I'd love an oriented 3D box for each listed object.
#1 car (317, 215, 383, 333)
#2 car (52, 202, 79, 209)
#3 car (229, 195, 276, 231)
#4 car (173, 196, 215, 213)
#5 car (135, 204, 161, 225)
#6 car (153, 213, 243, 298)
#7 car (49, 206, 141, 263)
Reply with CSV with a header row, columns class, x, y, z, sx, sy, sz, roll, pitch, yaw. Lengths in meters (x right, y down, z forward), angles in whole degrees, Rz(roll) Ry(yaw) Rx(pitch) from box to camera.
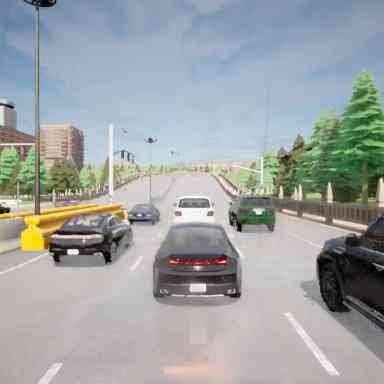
class,x,y,z,sx,sy,sz,roll,pitch,yaw
car,3.612,1.225,4.454,2.150,2.045,5.566,0,0,0
car,-10.485,1.565,27.799,1.994,1.385,4.181,0,0,0
car,3.611,1.221,20.734,2.150,2.045,5.566,0,0,0
car,0.115,1.221,18.808,2.150,2.045,5.566,0,0,0
car,-3.385,1.547,23.975,2.033,1.411,5.357,0,0,0
car,0.109,1.505,8.512,1.837,1.490,4.892,0,0,0
car,-3.389,1.492,11.900,2.128,1.511,4.902,0,0,0
